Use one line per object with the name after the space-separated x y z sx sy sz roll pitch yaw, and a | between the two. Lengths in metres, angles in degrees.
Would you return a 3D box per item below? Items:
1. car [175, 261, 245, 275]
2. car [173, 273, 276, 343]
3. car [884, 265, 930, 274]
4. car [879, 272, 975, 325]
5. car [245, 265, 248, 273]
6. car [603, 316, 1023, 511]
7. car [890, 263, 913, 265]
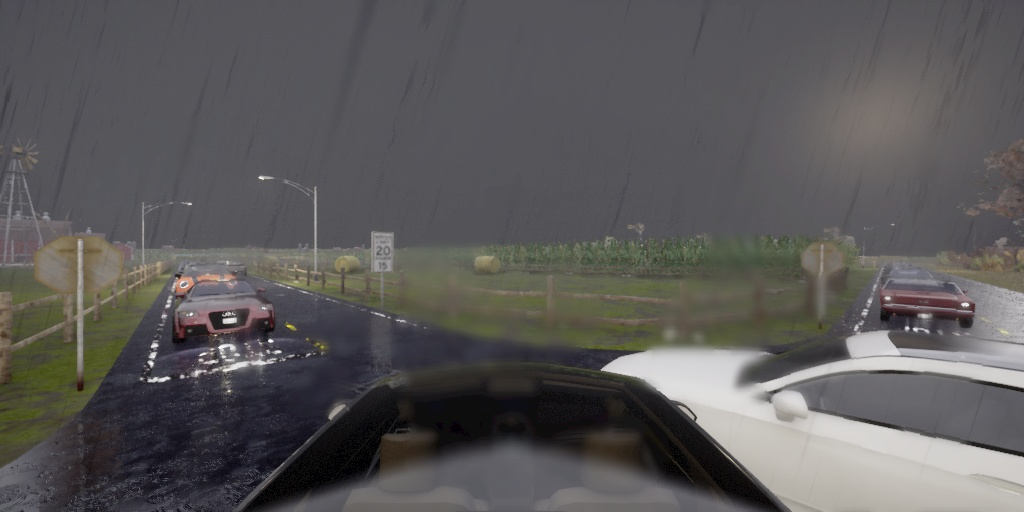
-13.926 1.149 16.393 2.097 1.767 4.553 0 0 -42 | car
-8.066 1.360 9.985 1.994 1.385 4.181 0 0 -43 | car
20.363 1.365 18.394 5.357 1.411 2.033 0 1 -44 | car
13.371 1.399 11.739 4.718 1.301 1.895 0 1 -44 | car
-27.440 1.304 35.448 2.128 1.511 4.902 0 0 -42 | car
2.811 1.293 2.539 1.812 1.442 4.674 0 1 -45 | car
27.035 1.404 24.736 4.181 1.385 1.994 0 1 -44 | car
